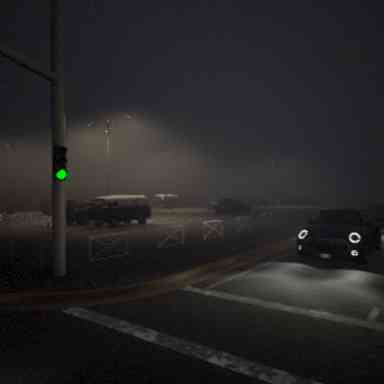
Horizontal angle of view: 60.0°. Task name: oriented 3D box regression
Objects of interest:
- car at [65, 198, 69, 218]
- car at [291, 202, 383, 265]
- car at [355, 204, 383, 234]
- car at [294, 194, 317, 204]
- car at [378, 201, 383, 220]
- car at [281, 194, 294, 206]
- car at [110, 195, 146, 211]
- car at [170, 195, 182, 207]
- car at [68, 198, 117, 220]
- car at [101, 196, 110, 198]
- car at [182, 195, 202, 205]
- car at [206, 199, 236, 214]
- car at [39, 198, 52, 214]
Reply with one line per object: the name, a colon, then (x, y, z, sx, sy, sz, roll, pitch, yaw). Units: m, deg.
car: (-12.420, 1.692, 35.614, 1.784, 1.438, 3.905, -1, 0, 37)
car: (5.441, 1.398, 12.119, 2.097, 1.767, 4.553, -1, 0, 36)
car: (11.431, 1.543, 20.226, 1.837, 1.490, 4.892, -1, 0, 36)
car: (18.432, 1.311, 53.183, 1.932, 1.855, 4.605, -1, 0, 37)
car: (17.539, 1.522, 28.476, 2.128, 1.511, 4.902, -1, 0, 37)
car: (16.143, 1.343, 54.954, 1.905, 1.878, 3.866, -1, 0, 37)
car: (-10.065, 1.554, 52.573, 1.932, 1.855, 4.605, -1, 0, 37)
car: (-1.935, 1.812, 68.376, 1.970, 1.475, 3.806, -1, 0, 37)
car: (-10.098, 1.694, 33.885, 1.970, 1.475, 3.806, -1, 0, 37)
car: (-12.348, 1.794, 54.352, 1.784, 1.438, 3.905, -1, 0, 37)
car: (0.379, 1.543, 66.640, 1.905, 1.878, 3.866, -1, 0, 37)
car: (3.546, 1.624, 42.556, 1.970, 1.475, 3.806, -1, 0, 37)
car: (-14.604, 1.509, 37.176, 1.932, 1.855, 4.605, -1, 0, 37)
